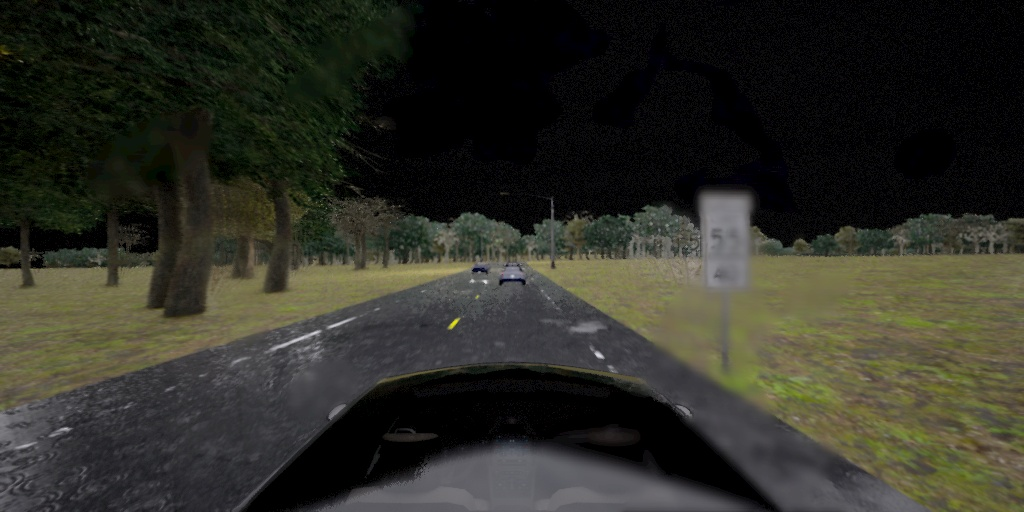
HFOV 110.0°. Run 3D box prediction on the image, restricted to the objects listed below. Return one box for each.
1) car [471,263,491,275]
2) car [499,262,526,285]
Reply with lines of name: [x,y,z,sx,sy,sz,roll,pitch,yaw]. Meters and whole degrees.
car: [-3.476,1.395,40.582,1.895,1.301,4.718,0,0,0]
car: [0.037,1.366,27.000,1.994,1.385,4.181,0,0,0]
